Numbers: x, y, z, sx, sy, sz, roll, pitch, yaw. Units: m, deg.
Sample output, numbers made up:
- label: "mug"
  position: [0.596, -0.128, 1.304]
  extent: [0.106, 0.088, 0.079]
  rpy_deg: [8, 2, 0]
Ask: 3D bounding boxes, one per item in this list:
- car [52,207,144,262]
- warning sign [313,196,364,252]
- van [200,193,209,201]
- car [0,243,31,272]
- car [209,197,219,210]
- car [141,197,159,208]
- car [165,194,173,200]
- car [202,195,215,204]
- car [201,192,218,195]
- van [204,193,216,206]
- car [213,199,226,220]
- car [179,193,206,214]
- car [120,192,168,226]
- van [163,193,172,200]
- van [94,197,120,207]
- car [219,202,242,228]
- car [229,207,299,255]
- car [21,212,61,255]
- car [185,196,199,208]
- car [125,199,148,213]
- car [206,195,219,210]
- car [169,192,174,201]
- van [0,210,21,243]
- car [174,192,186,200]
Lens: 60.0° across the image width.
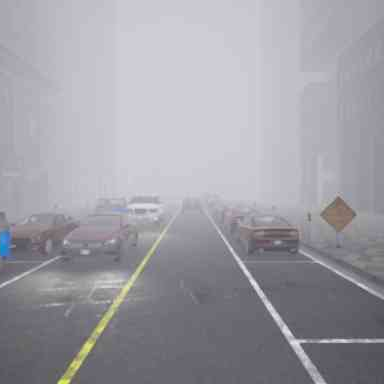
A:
- label: "car"
  position: [-3.092, 1.475, 12.005]
  extent: [1.812, 1.442, 4.674]
  rpy_deg: [0, 0, 0]
- label: "warning sign"
  position: [5.071, 1.064, 11.574]
  extent: [1.300, 1.860, 1.060]
  rpy_deg: [0, 0, 0]
- label: "van"
  position: [2.753, 1.048, 73.739]
  extent: [1.690, 1.788, 3.998]
  rpy_deg: [0, 0, 0]
- label: "car"
  position: [-3.146, 1.483, 1.975]
  extent: [2.128, 1.511, 4.902]
  rpy_deg: [0, 0, -3]
- label: "car"
  position: [2.770, 1.403, 29.707]
  extent: [1.752, 1.417, 4.829]
  rpy_deg: [0, 0, 0]
- label: "car"
  position: [-5.778, 1.366, 46.128]
  extent: [2.008, 1.369, 4.403]
  rpy_deg: [0, 0, 0]
- label: "car"
  position: [-5.778, 1.194, 84.631]
  extent: [1.752, 1.417, 4.829]
  rpy_deg: [0, 0, 0]
- label: "car"
  position: [2.760, 1.322, 57.165]
  extent: [2.008, 1.369, 4.403]
  rpy_deg: [0, 0, 0]
- label: "car"
  position: [2.763, 1.129, 46.113]
  extent: [2.192, 1.841, 5.009]
  rpy_deg: [0, 0, 0]
- label: "van"
  position: [2.761, 1.133, 51.638]
  extent: [1.690, 1.788, 3.998]
  rpy_deg: [0, 0, 0]
- label: "car"
  position: [2.772, 1.444, 24.012]
  extent: [1.887, 1.381, 4.507]
  rpy_deg: [0, 0, 0]
- label: "car"
  position: [0.057, 1.216, 33.236]
  extent: [2.097, 1.767, 4.553]
  rpy_deg: [0, 0, 0]
- label: "car"
  position: [-3.093, 1.128, 22.639]
  extent: [2.150, 2.045, 5.566]
  rpy_deg: [0, 0, 0]
- label: "van"
  position: [-5.779, 1.029, 79.276]
  extent: [1.690, 1.788, 3.998]
  rpy_deg: [0, 0, 0]
- label: "van"
  position: [-5.780, 1.243, 24.027]
  extent: [1.690, 1.788, 3.998]
  rpy_deg: [0, 0, 0]
- label: "car"
  position: [2.774, 1.466, 18.487]
  extent: [1.887, 1.381, 4.507]
  rpy_deg: [0, 0, 0]
- label: "car"
  position: [2.776, 1.488, 12.961]
  extent: [1.887, 1.381, 4.507]
  rpy_deg: [0, 0, 0]
- label: "car"
  position: [-5.779, 1.491, 12.978]
  extent: [1.887, 1.381, 4.507]
  rpy_deg: [0, 0, 0]
- label: "car"
  position: [0.027, 1.341, 45.851]
  extent: [1.812, 1.442, 4.674]
  rpy_deg: [0, 0, 1]
- label: "car"
  position: [-5.779, 1.441, 35.078]
  extent: [1.802, 1.307, 4.206]
  rpy_deg: [0, 0, 0]
- label: "car"
  position: [2.766, 1.380, 40.588]
  extent: [1.887, 1.381, 4.507]
  rpy_deg: [0, 0, 0]
- label: "car"
  position: [-5.779, 1.024, 73.751]
  extent: [2.192, 1.841, 5.009]
  rpy_deg: [0, 0, 0]
- label: "van"
  position: [-5.780, 1.310, 7.452]
  extent: [1.690, 1.788, 3.998]
  rpy_deg: [0, 0, 0]
- label: "car"
  position: [-3.009, 1.228, 75.166]
  extent: [1.895, 1.301, 4.718]
  rpy_deg: [0, 0, 0]
